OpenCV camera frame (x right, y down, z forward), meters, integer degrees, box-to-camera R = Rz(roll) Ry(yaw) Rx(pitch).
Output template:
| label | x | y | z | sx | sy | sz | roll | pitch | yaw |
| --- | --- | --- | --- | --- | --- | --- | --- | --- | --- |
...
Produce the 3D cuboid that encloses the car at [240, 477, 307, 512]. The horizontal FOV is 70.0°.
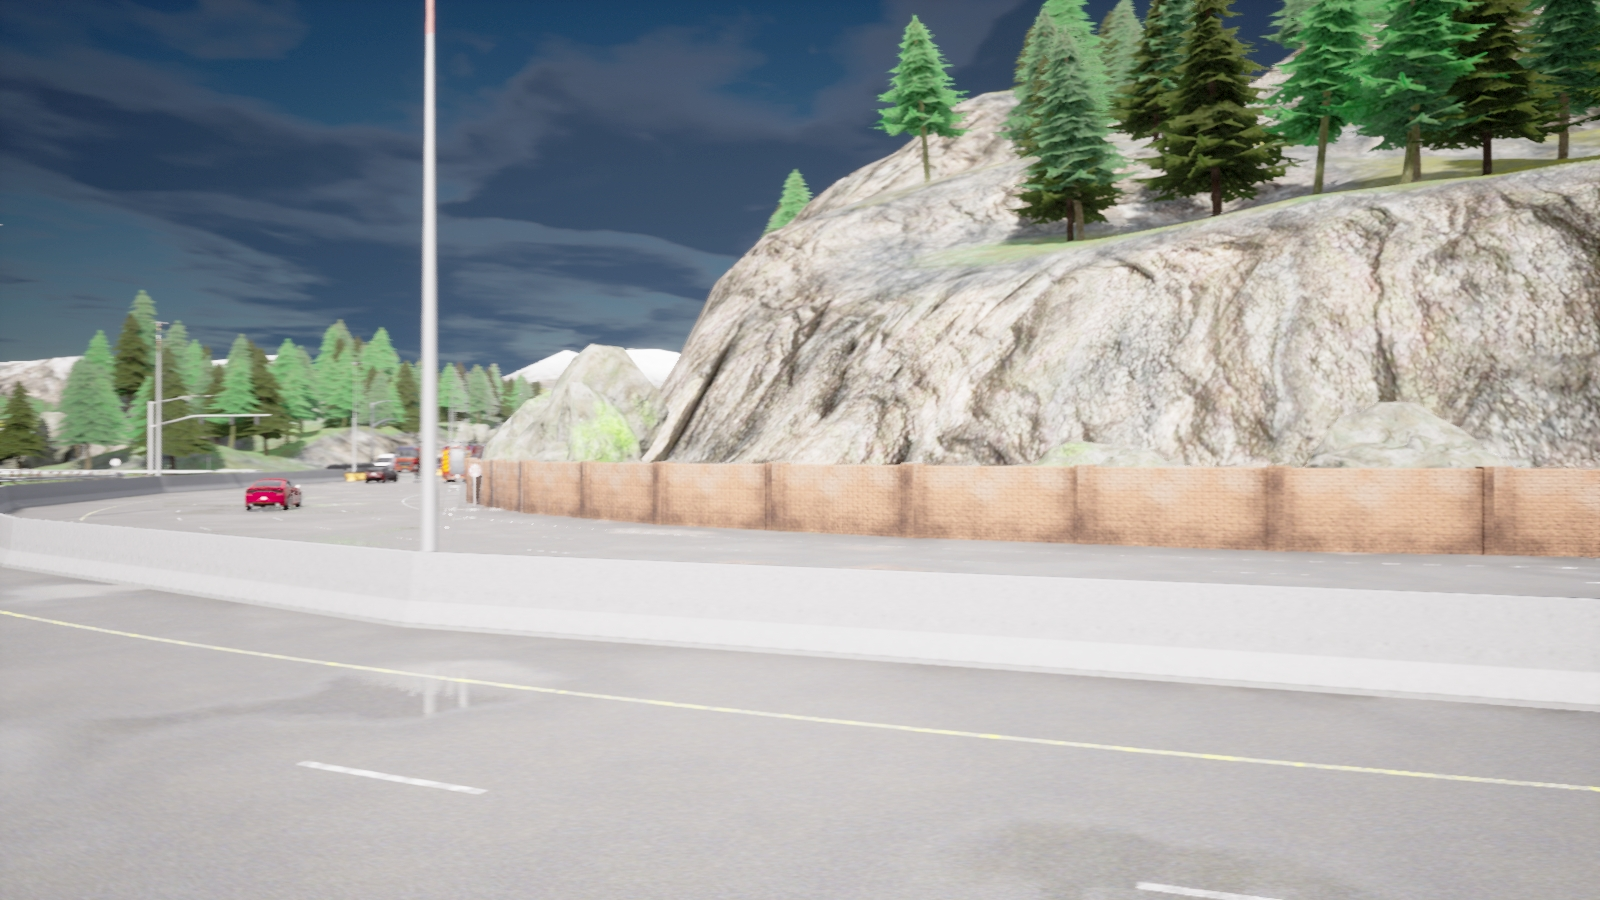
| label | x | y | z | sx | sy | sz | roll | pitch | yaw |
| --- | --- | --- | --- | --- | --- | --- | --- | --- | --- |
| car | -25.950 | 2.150 | 56.460 | 2.097 | 1.535 | 5.006 | 0 | 0 | -14 |
